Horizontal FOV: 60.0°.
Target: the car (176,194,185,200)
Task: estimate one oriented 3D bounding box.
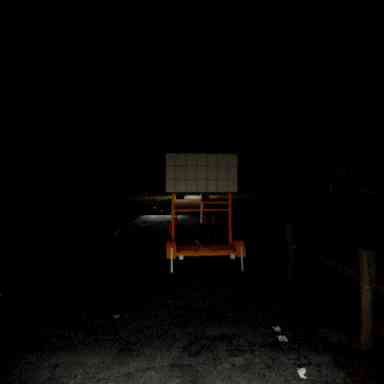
[{"bbox_3d":[-2.628,1.029,73.740,1.882,1.535,5.008,0,1,0],"label":"car"}]

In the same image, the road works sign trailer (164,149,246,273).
[{"bbox_3d":[0.291,0.455,10.682,2.380,3.560,2.880,0,0,-6],"label":"road works sign trailer"}]

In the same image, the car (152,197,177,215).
[{"bbox_3d":[-2.794,1.478,33.350,1.812,1.442,4.674,0,0,0],"label":"car"}]
